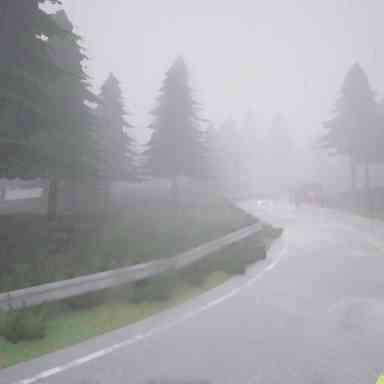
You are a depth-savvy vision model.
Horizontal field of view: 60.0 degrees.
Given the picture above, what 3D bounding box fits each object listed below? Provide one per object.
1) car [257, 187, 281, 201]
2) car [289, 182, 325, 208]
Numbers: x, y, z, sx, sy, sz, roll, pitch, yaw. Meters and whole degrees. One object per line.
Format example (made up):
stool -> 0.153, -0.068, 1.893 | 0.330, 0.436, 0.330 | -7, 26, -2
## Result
car -> 8.574, 0.130, 36.604 | 2.033, 1.411, 5.357 | 1, 2, 24
car -> 9.686, 0.174, 28.364 | 2.150, 2.045, 5.566 | 1, 3, 9
